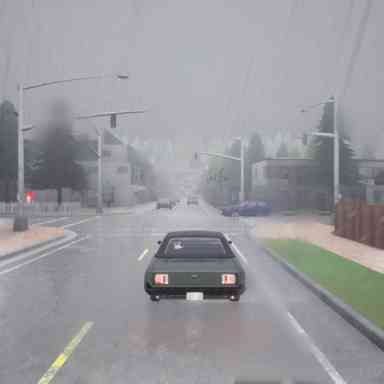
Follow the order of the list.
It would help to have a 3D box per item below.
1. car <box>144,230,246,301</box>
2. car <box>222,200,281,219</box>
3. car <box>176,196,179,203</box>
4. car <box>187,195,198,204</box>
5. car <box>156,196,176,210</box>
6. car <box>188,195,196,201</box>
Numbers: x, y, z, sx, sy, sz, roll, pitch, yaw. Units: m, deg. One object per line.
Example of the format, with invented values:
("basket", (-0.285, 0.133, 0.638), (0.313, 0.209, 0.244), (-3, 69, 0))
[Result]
("car", (0.068, 1.601, 8.245), (1.895, 1.301, 4.718), (0, 0, 0))
("car", (5.065, 1.463, 28.432), (5.008, 1.535, 1.882), (0, 0, -5))
("car", (-3.590, 1.503, 54.079), (1.837, 1.490, 4.892), (0, 0, 0))
("car", (0.093, 1.600, 62.028), (1.895, 1.301, 4.718), (0, 0, 0))
("car", (-3.595, 1.477, 44.121), (1.882, 1.535, 5.008), (0, 0, 0))
("car", (-0.001, 1.478, 81.512), (1.882, 1.535, 5.008), (0, 0, 0))
